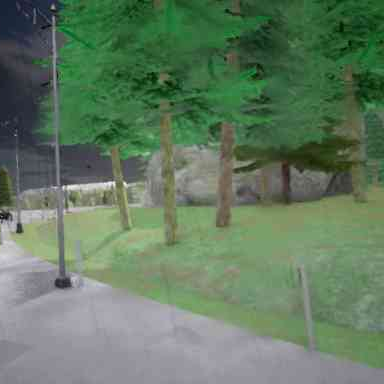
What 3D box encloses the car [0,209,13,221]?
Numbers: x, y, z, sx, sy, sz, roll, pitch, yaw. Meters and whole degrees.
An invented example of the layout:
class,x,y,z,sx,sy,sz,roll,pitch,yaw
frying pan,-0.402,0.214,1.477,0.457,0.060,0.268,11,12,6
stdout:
class,x,y,z,sx,sy,sz,roll,pitch,yaw
car,-21.104,2.558,36.118,1.812,1.442,4.674,-2,-1,-8
